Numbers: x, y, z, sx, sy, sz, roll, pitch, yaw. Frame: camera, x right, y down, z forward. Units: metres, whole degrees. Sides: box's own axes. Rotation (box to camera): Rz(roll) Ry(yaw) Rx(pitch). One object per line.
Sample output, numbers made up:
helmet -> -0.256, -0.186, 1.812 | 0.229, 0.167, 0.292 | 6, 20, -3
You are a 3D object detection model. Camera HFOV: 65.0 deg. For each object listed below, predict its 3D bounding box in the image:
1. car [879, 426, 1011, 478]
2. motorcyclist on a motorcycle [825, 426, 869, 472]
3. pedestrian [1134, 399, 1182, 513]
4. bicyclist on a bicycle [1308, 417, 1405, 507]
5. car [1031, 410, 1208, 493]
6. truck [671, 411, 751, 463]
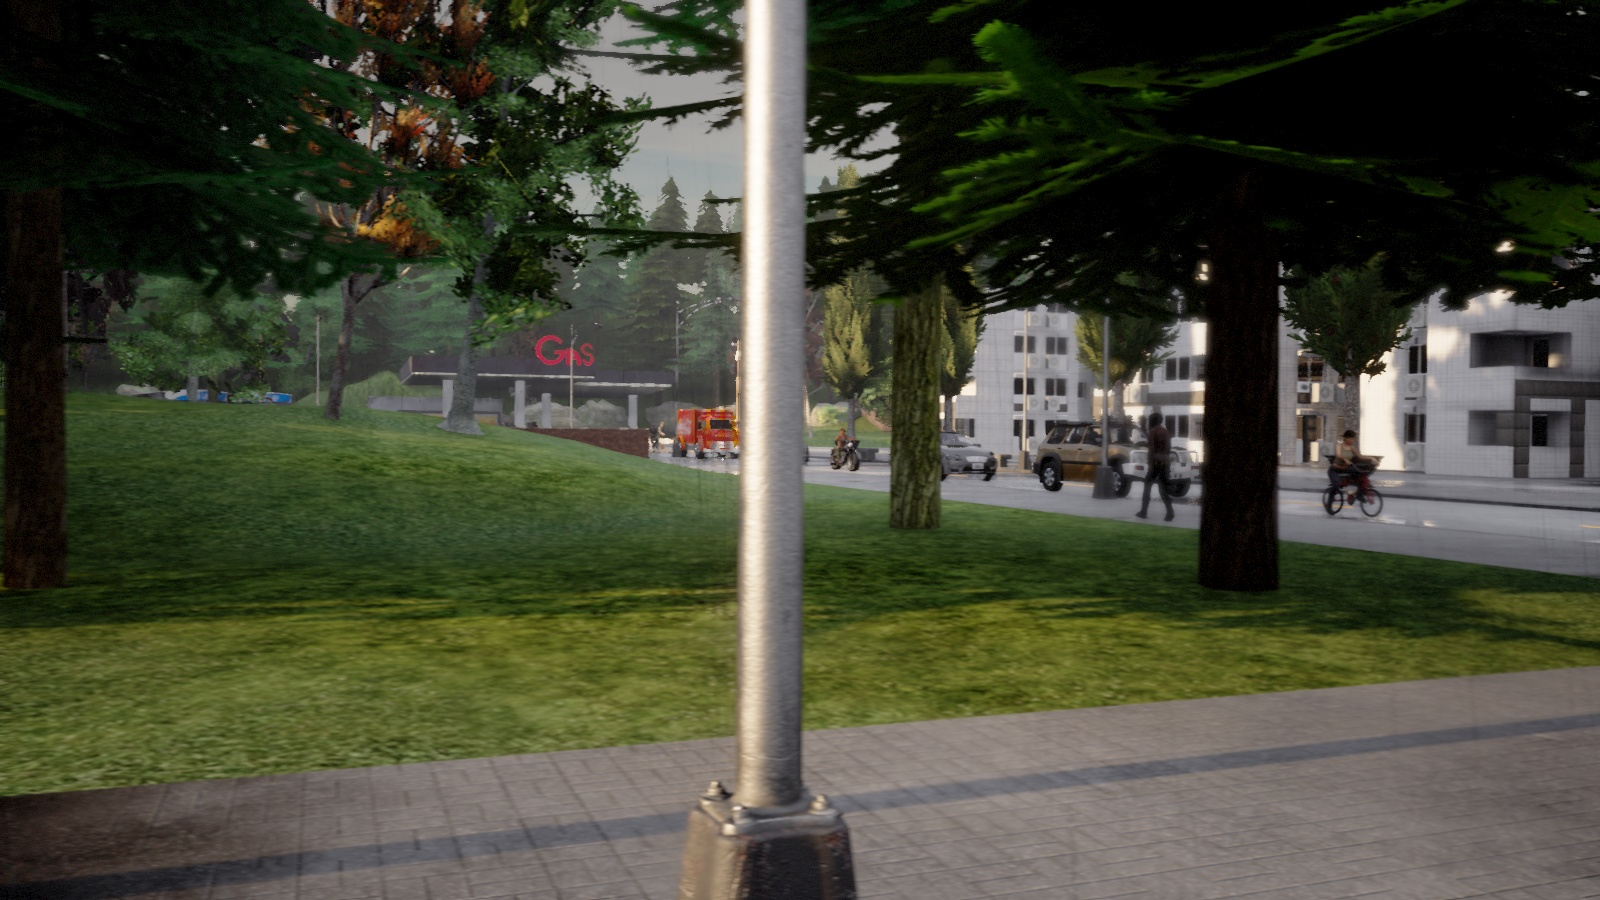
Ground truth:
car -> 4.458, 0.033, 39.479 | 2.128, 1.511, 4.902 | -1, 1, -21
motorcyclist on a motorcycle -> 1.719, -0.061, 46.715 | 0.766, 1.649, 2.350 | -1, 1, -21
pedestrian -> 5.833, 0.090, 20.493 | 0.328, 1.805, 0.869 | -1, 1, -17
bicyclist on a bicycle -> 10.468, 0.206, 23.668 | 0.866, 1.612, 1.509 | -1, 1, -20
car -> 7.720, -0.001, 30.855 | 1.932, 1.855, 4.605 | -1, 1, -21
truck -> -4.539, -0.715, 63.250 | 2.627, 2.467, 5.204 | -1, 2, -21
